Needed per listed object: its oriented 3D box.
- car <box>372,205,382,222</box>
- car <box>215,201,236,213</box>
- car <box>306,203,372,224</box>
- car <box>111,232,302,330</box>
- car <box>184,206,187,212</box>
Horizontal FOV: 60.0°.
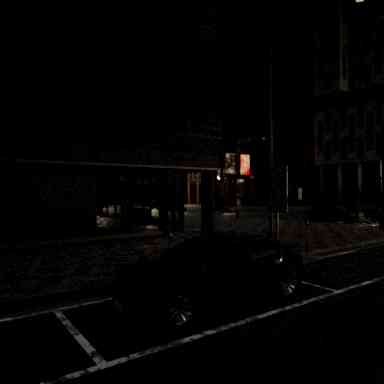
[{"bbox_3d":[14.480,1.666,28.479,2.128,1.511,4.902,0,-1,-36],"label":"car"},{"bbox_3d":[3.692,1.950,43.452,1.812,1.442,4.674,0,-1,-36],"label":"car"},{"bbox_3d":[11.546,1.726,26.991,1.812,1.442,4.674,0,-1,-36],"label":"car"},{"bbox_3d":[0.508,1.565,6.922,4.313,1.339,1.947,0,0,-36],"label":"car"},{"bbox_3d":[-2.815,2.079,46.936,2.033,1.411,5.357,0,-1,-36],"label":"car"}]
